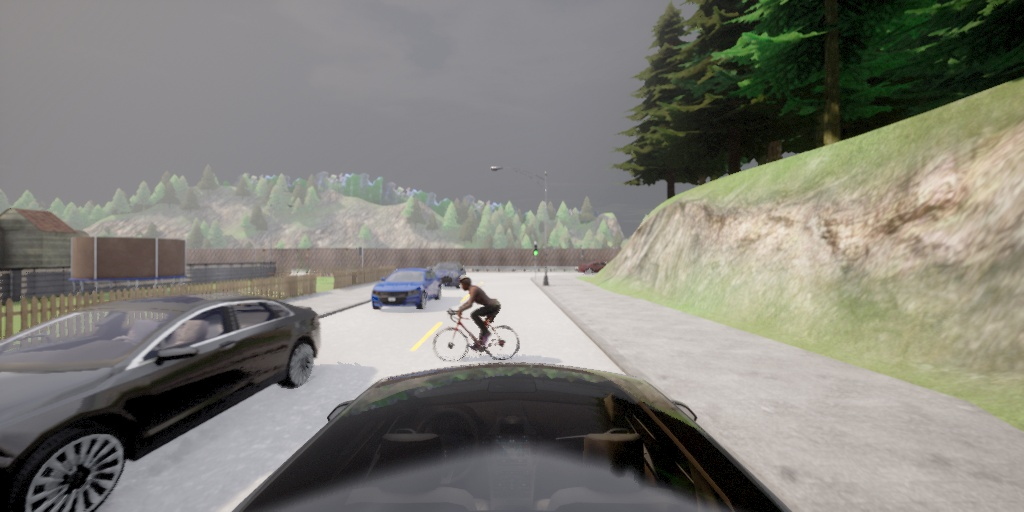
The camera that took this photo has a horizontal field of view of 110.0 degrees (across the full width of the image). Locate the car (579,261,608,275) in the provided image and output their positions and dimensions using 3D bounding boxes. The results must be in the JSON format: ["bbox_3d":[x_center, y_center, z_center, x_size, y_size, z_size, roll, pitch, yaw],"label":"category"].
[{"bbox_3d":[10.047,1.325,40.439,5.008,1.535,1.882,0,0,0],"label":"car"}]

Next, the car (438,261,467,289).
[{"bbox_3d":[-4.253,1.162,23.784,2.097,1.767,4.553,0,0,-1],"label":"car"}]

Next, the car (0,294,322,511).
[{"bbox_3d":[-4.118,1.251,4.120,2.128,1.511,4.902,0,0,-1],"label":"car"}]

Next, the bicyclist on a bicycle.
[{"bbox_3d":[-0.691,1.211,6.795,1.656,1.620,0.582,-2,0,-1],"label":"bicyclist on a bicycle"}]

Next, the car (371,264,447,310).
[{"bbox_3d":[-4.240,1.265,15.082,1.882,1.535,5.008,0,0,-1],"label":"car"}]
